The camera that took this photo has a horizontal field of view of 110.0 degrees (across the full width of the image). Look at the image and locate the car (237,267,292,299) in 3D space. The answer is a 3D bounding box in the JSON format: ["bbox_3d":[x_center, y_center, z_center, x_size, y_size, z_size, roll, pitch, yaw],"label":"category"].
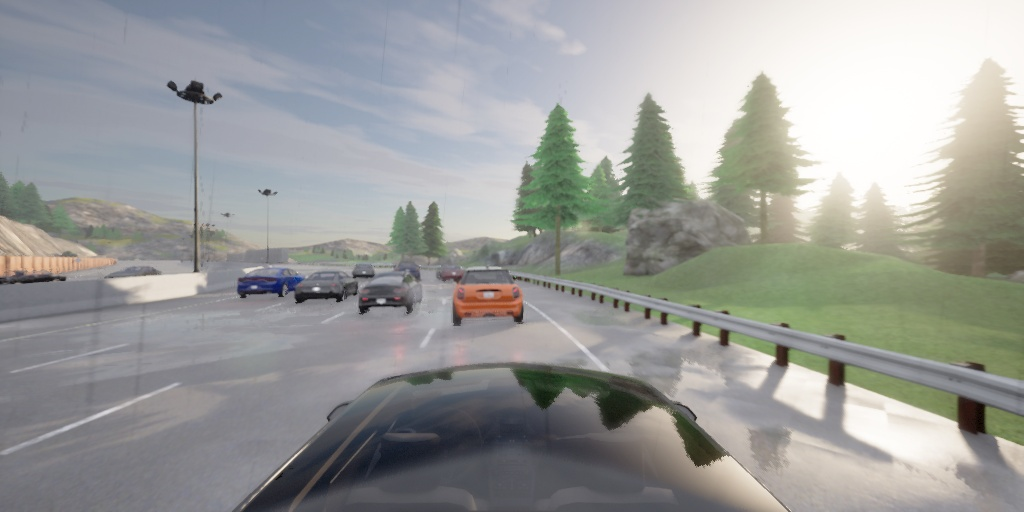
[{"bbox_3d":[-12.802,1.344,19.444,1.882,1.535,5.008,0,0,-13],"label":"car"}]

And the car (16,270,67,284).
[{"bbox_3d":[-32.603,1.616,23.813,1.895,1.301,4.718,0,0,-22],"label":"car"}]

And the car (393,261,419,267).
[{"bbox_3d":[-9.282,1.210,31.535,2.097,1.767,4.553,0,0,-20],"label":"car"}]

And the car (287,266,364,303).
[{"bbox_3d":[-8.796,1.399,17.356,1.994,1.385,4.181,0,0,-11],"label":"car"}]

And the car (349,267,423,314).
[{"bbox_3d":[-4.647,1.326,14.140,1.812,1.442,4.674,0,0,-8],"label":"car"}]

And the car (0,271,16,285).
[{"bbox_3d":[-22.345,1.418,13.033,2.128,1.511,4.902,0,0,-10],"label":"car"}]

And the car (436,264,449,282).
[{"bbox_3d":[-5.326,1.393,30.841,1.994,1.385,4.181,0,0,-19],"label":"car"}]

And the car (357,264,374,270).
[{"bbox_3d":[-14.083,1.460,34.053,1.994,1.385,4.181,0,0,-23],"label":"car"}]

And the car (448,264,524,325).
[{"bbox_3d":[-0.910,1.123,12.232,2.097,1.767,4.553,0,0,-7],"label":"car"}]

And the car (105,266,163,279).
[{"bbox_3d":[-31.444,1.563,30.054,2.033,1.411,5.357,0,0,-25],"label":"car"}]
